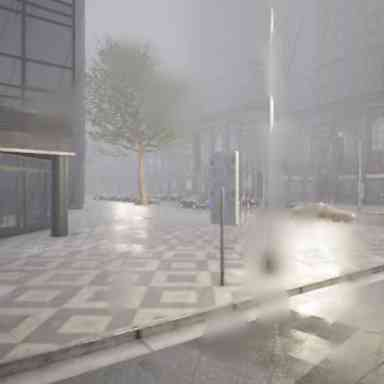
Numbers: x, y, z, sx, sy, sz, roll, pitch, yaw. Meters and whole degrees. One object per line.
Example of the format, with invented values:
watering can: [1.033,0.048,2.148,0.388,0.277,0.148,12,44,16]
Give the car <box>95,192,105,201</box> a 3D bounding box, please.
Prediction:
car: [-16.056,0.898,61.878,2.008,1.369,4.403,1,0,-35]

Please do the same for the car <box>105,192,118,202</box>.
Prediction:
car: [-12.821,0.978,57.286,2.008,1.369,4.403,1,0,-35]

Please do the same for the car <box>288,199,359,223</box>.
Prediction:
car: [9.925,1.466,24.992,1.752,1.417,4.829,1,0,-35]

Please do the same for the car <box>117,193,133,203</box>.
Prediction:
car: [-9.586,1.060,52.694,2.008,1.369,4.403,1,0,-35]

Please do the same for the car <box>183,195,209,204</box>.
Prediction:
car: [0.614,1.167,53.017,2.008,1.369,4.403,1,0,-35]

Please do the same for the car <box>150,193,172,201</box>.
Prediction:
car: [-5.856,1.004,62.201,2.008,1.369,4.403,1,0,-35]

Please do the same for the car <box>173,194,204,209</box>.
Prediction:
car: [0.120,1.298,38.913,2.008,1.369,4.403,1,0,-35]

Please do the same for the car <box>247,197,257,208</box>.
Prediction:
car: [7.086,1.318,43.830,1.887,1.381,4.507,1,0,-35]

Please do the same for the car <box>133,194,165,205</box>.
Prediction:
car: [-6.253,1.119,47.963,1.752,1.417,4.829,1,0,-35]

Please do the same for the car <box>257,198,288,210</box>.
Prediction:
car: [10.319,1.409,39.238,1.947,1.339,4.313,1,0,-35]

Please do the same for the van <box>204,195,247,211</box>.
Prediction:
van: [3.358,1.159,34.320,1.690,1.788,3.998,1,0,-35]

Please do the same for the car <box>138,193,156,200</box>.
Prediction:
car: [-9.091,0.954,66.793,1.802,1.307,4.206,1,0,-35]

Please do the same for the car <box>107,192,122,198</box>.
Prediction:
car: [-18.794,0.681,80.568,1.887,1.381,4.507,1,0,-35]

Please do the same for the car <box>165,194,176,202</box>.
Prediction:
car: [-2.618,0.974,57.609,1.967,1.590,4.097,1,0,-35]
